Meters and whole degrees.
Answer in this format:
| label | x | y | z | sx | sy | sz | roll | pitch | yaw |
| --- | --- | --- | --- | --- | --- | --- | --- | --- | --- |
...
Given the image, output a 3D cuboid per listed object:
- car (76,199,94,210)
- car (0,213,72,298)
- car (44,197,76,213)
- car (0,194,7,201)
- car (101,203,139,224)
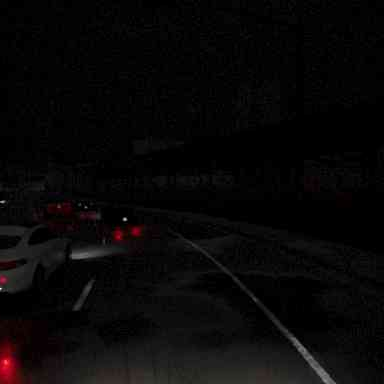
| label | x | y | z | sx | sy | sz | roll | pitch | yaw |
| --- | --- | --- | --- | --- | --- | --- | --- | --- | --- |
| car | -12.922 | 1.426 | 39.343 | 1.895 | 1.301 | 4.718 | -1 | 1 | -27 |
| car | -4.310 | 1.492 | 8.169 | 1.812 | 1.442 | 4.674 | 0 | 1 | -9 |
| car | -11.875 | 1.244 | 29.329 | 2.097 | 1.767 | 4.553 | -1 | 0 | -26 |
| car | -41.743 | 1.187 | 72.967 | 2.033 | 1.411 | 5.357 | -1 | 1 | -27 |
| car | -5.197 | 1.455 | 23.431 | 1.895 | 1.301 | 4.718 | -1 | 1 | -23 |
